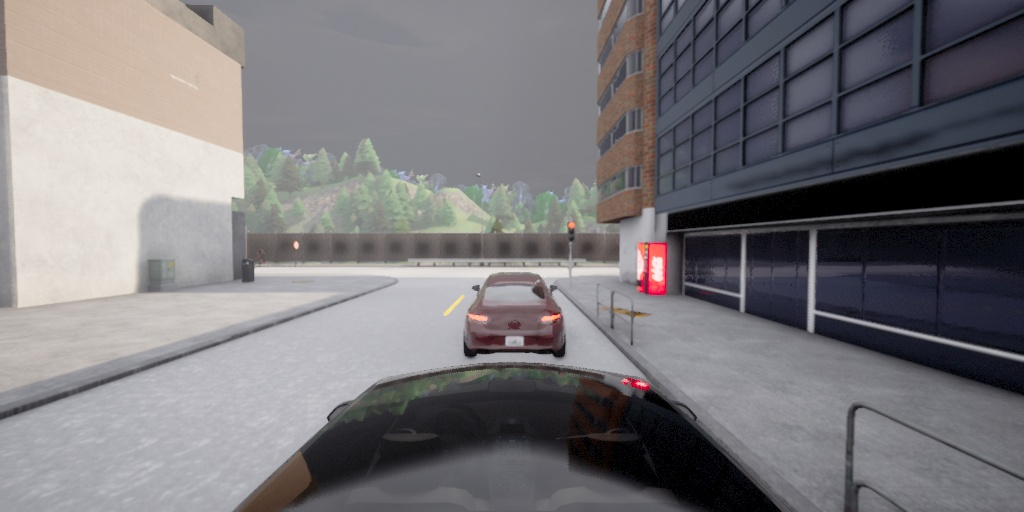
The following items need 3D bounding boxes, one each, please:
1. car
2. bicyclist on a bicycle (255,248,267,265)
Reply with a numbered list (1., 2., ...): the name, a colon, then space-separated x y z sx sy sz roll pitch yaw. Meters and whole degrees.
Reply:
1. car: 0.059 1.077 7.837 1.812 1.442 4.674 0 2 1
2. bicyclist on a bicycle: -24.184 0.040 34.491 0.582 1.620 1.656 0 2 0
